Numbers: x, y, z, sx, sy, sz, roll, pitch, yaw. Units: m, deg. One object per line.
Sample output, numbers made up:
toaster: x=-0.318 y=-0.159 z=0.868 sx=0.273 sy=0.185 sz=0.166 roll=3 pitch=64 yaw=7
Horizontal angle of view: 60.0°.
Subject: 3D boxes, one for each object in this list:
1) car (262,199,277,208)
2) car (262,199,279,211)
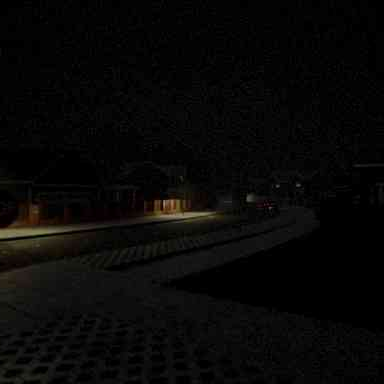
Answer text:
car: x=12.294 y=1.828 z=53.167 sx=1.895 sy=1.301 sz=4.718 roll=0 pitch=0 yaw=8
car: x=10.175 y=1.693 z=42.990 sx=1.837 sy=1.490 sz=4.892 roll=0 pitch=0 yaw=15
